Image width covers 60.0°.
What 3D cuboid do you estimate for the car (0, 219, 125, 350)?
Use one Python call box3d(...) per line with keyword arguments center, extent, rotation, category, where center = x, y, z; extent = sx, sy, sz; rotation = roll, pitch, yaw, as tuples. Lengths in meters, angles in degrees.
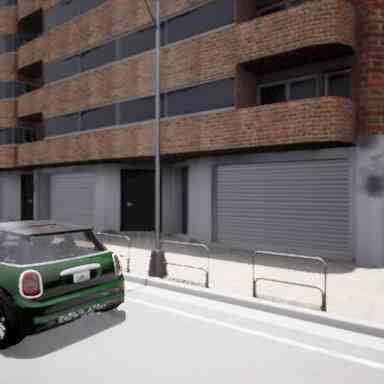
box3d(center=(-3.464, 1.342, 6.464), extent=(4.553, 1.767, 2.097), rotation=(0, 0, 35), category="car")
